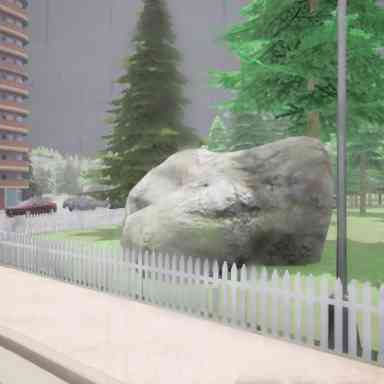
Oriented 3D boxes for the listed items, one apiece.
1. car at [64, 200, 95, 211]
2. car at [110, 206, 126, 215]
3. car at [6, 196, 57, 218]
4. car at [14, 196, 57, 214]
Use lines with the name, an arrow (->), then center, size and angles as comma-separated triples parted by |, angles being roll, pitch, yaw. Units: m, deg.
car -> -12.814, 1.508, 39.059 | 1.994, 1.385, 4.181 | 0, 0, 4
car -> -6.218, 1.166, 33.396 | 2.150, 2.045, 5.566 | 0, 0, 12
car -> -14.466, 1.422, 30.220 | 1.882, 1.535, 5.008 | 0, 0, 15
car -> -16.727, 1.297, 35.864 | 2.097, 1.767, 4.553 | 0, 0, 8
